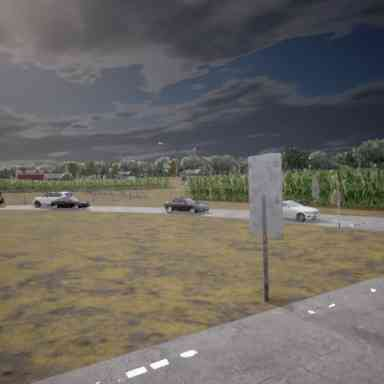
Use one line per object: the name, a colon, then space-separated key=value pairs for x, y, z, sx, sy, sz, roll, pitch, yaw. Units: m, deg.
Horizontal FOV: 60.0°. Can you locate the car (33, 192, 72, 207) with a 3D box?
car: x=-18.678 y=1.008 z=44.895 sx=5.566 sy=2.045 sz=2.150 roll=0 pitch=2 yaw=15

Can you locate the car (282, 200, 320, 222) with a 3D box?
car: x=7.257 y=1.361 z=25.171 sx=1.812 sy=1.442 sz=4.674 roll=-3 pitch=2 yaw=-42

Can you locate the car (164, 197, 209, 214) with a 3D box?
car: x=-0.555 y=1.317 z=32.649 sx=4.892 sy=1.490 sz=1.837 roll=1 pitch=3 yaw=37

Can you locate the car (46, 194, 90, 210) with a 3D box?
car: x=-14.847 y=1.342 z=40.670 sx=5.008 sy=1.535 sz=1.882 roll=0 pitch=2 yaw=21

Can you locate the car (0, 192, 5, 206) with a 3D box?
car: x=-29.267 y=1.024 z=46.759 sx=5.566 sy=2.045 sz=2.150 roll=0 pitch=1 yaw=5
